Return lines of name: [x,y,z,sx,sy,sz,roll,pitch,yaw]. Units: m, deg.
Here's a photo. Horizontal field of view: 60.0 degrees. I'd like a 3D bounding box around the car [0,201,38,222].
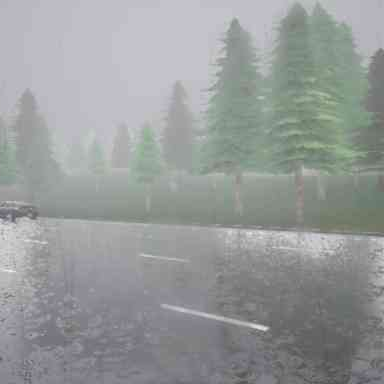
car: [-13.843,1.466,25.612,4.892,1.490,1.837,-2,0,33]
